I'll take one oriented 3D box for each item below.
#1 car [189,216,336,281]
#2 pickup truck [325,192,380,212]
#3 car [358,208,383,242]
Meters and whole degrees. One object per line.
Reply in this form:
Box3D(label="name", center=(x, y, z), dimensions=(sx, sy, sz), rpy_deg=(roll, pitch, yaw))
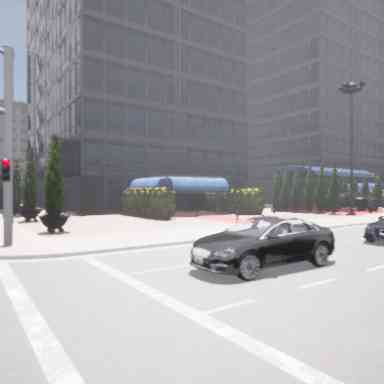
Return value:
Box3D(label="car", center=(2.230, 1.495, 9.905), dimensions=(4.902, 1.511, 2.128), rpy_deg=(0, 0, -33))
Box3D(label="pickup truck", center=(16.886, 1.073, 35.970), dimensions=(6.274, 2.098, 2.390), rpy_deg=(0, 0, -4))
Box3D(label="car", center=(9.572, 1.571, 14.954), dimensions=(4.181, 1.385, 1.994), rpy_deg=(0, 0, -35))
